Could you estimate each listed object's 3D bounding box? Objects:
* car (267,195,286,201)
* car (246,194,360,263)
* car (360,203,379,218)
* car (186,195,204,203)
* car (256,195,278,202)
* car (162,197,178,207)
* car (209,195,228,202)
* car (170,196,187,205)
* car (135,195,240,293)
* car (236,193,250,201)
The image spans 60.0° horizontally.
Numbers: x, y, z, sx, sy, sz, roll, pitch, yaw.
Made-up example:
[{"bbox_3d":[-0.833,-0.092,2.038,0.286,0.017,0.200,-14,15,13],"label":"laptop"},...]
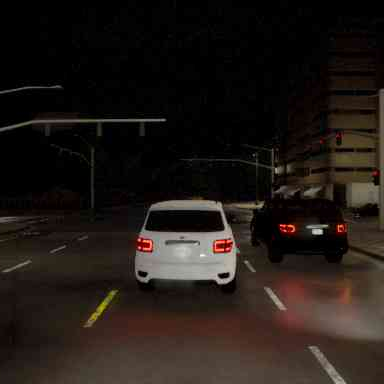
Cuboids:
[{"bbox_3d":[21.827,1.524,86.198,4.674,1.442,1.812,0,0,-22],"label":"car"},{"bbox_3d":[3.576,1.221,12.116,2.150,2.045,5.566,0,0,0],"label":"car"},{"bbox_3d":[16.854,1.656,29.417,4.718,1.301,1.895,0,0,0],"label":"car"},{"bbox_3d":[0.651,1.478,70.309,1.882,1.535,5.008,0,0,23],"label":"car"},{"bbox_3d":[18.189,1.540,80.172,5.357,1.411,2.033,0,0,-34],"label":"car"},{"bbox_3d":[-3.371,1.505,51.545,1.837,1.490,4.892,0,0,3],"label":"car"},{"bbox_3d":[6.367,1.525,78.940,2.128,1.511,4.902,0,0,38],"label":"car"},{"bbox_3d":[-2.436,1.505,60.782,1.837,1.490,4.892,0,0,13],"label":"car"},{"bbox_3d":[0.015,1.221,9.090,2.150,2.045,5.566,0,0,4],"label":"car"},{"bbox_3d":[13.060,1.225,80.679,5.566,2.045,2.150,0,0,-41],"label":"car"}]
